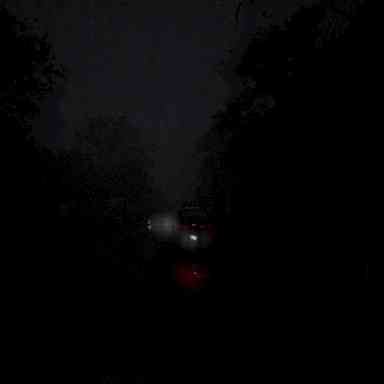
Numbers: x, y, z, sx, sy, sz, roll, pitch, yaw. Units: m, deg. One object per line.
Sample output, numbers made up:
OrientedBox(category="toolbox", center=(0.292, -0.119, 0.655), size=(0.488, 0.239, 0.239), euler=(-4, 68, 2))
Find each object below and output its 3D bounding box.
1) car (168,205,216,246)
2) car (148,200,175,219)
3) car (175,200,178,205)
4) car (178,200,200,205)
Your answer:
OrientedBox(category="car", center=(0.071, 1.557, 15.487), size=(1.837, 1.490, 4.892), euler=(0, 0, 0))
OrientedBox(category="car", center=(-2.934, 1.607, 31.284), size=(1.882, 1.535, 5.008), euler=(0, 0, 0))
OrientedBox(category="car", center=(-3.157, 2.402, 72.584), size=(2.033, 1.411, 5.357), euler=(0, -2, -1))
OrientedBox(category="car", center=(0.011, 1.625, 31.530), size=(2.128, 1.511, 4.902), euler=(0, 0, 0))
